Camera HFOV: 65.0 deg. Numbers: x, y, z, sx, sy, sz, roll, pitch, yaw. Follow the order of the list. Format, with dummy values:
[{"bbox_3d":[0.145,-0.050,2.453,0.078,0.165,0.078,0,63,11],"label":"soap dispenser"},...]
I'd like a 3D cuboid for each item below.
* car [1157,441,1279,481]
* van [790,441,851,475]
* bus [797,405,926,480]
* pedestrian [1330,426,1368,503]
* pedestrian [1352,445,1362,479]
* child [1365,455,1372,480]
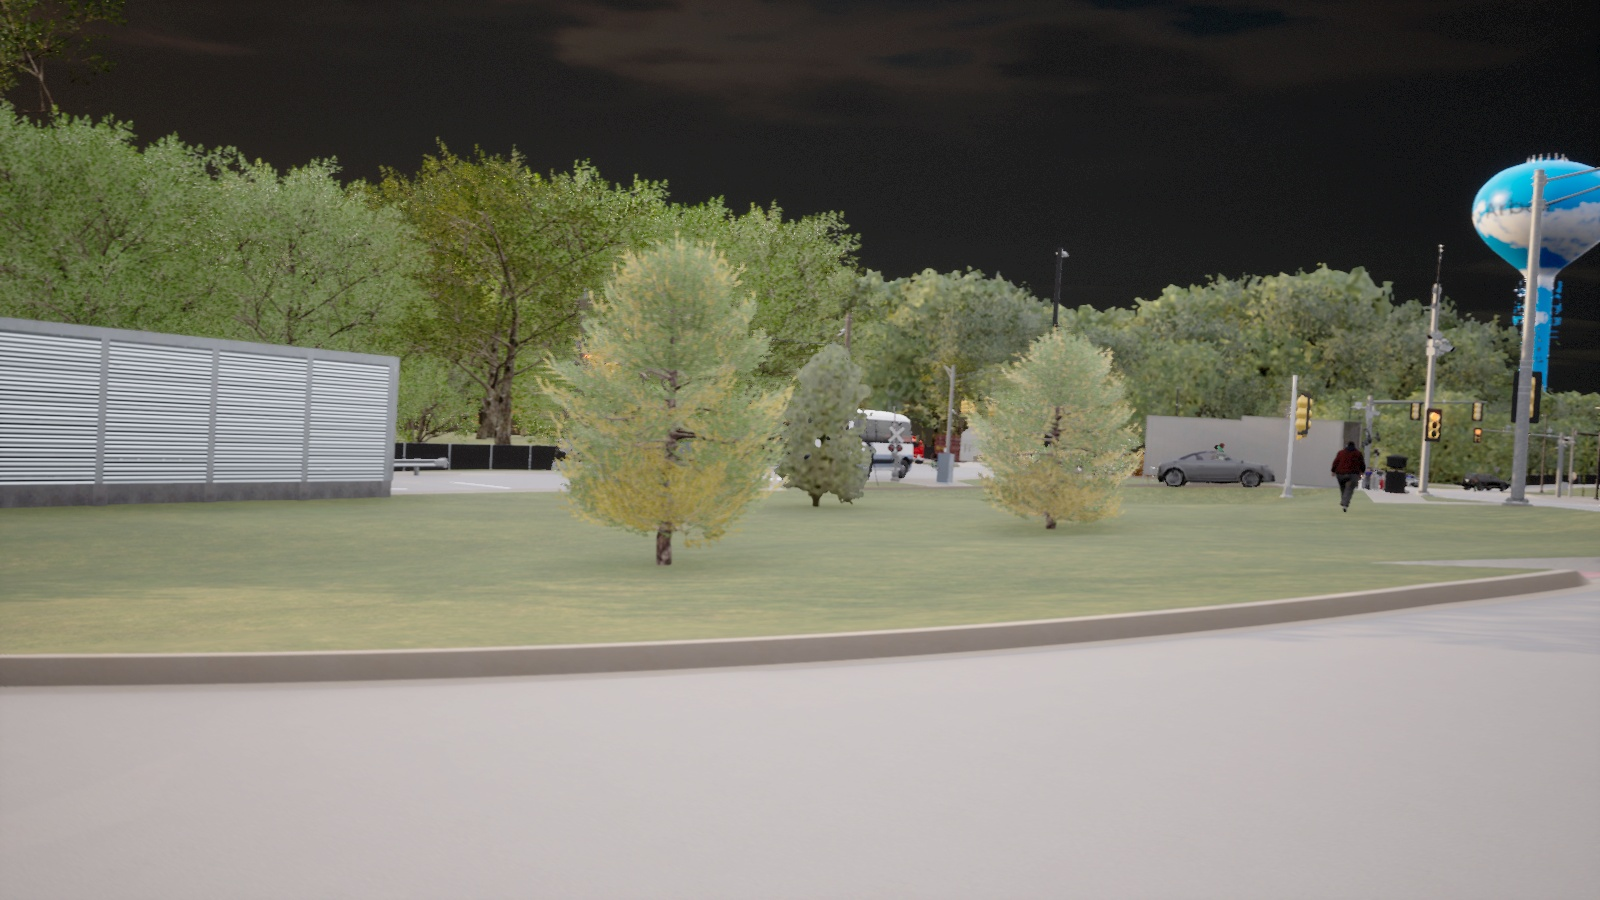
[{"bbox_3d":[15.435,0.440,46.353,4.181,1.385,1.994,-1,-2,21],"label":"car"},{"bbox_3d":[1.370,0.496,81.573,2.069,2.038,4.480,3,1,29],"label":"van"},{"bbox_3d":[4.044,-0.440,79.059,3.944,4.253,10.273,4,2,28],"label":"bus"},{"bbox_3d":[13.486,0.351,30.848,0.634,1.844,0.899,3,0,34],"label":"pedestrian"},{"bbox_3d":[30.349,0.674,68.441,0.353,1.847,0.614,3,0,21],"label":"pedestrian"},{"bbox_3d":[28.426,0.884,62.820,0.270,1.263,0.437,3,0,24],"label":"child"}]
